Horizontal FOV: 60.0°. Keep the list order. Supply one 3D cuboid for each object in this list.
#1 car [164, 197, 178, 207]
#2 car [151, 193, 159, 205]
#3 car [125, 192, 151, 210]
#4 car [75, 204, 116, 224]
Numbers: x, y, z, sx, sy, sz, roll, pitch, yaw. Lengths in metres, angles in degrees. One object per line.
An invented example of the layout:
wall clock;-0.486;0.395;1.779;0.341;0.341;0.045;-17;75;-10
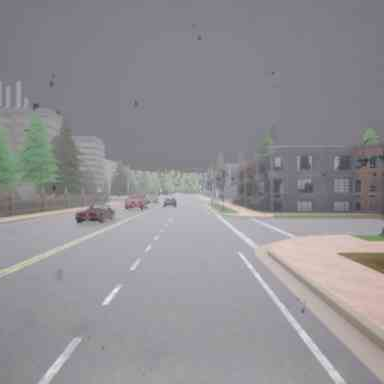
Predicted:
car;-3.357;1.502;51.978;2.128;1.511;4.902;0;0;0
car;-6.952;1.430;59.846;1.837;1.490;4.892;0;0;0
car;-7.053;1.229;42.448;2.150;2.045;5.566;0;0;0
car;-7.080;1.605;24.753;1.895;1.301;4.718;0;0;0
